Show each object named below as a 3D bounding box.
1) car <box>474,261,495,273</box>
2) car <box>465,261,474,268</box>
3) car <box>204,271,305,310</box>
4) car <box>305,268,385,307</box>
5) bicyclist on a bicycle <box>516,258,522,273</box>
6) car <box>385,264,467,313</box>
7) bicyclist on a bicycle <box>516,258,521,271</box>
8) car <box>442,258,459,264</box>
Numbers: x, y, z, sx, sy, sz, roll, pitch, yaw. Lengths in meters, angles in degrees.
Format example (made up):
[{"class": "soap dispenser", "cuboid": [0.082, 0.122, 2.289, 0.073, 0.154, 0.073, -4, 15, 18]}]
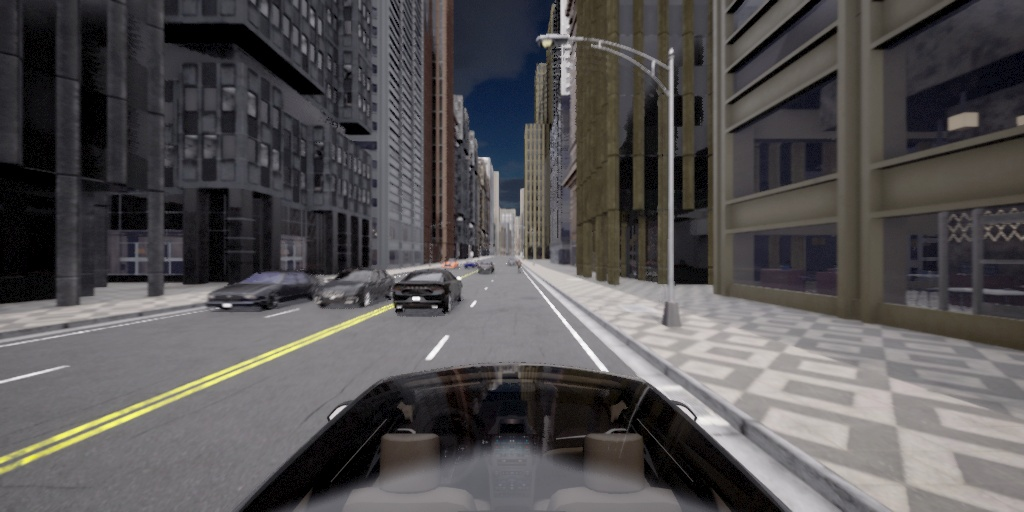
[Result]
[{"class": "car", "cuboid": [-3.155, 1.317, 44.894, 2.128, 1.511, 4.902, 0, 0, 0]}, {"class": "car", "cuboid": [-6.556, 1.415, 56.934, 1.895, 1.301, 4.718, 0, 0, 1]}, {"class": "car", "cuboid": [-9.850, 1.327, 15.053, 2.033, 1.411, 5.357, 0, 0, 0]}, {"class": "car", "cuboid": [-6.601, 1.286, 15.630, 1.837, 1.490, 4.892, 0, 0, 0]}, {"class": "bicyclist on a bicycle", "cuboid": [0.888, 1.278, 42.139, 0.582, 1.620, 1.656, 0, 0, 0]}, {"class": "car", "cuboid": [-3.151, 1.256, 14.265, 1.882, 1.535, 5.008, 0, 0, 0]}, {"class": "bicyclist on a bicycle", "cuboid": [0.887, 1.193, 51.262, 0.659, 1.776, 1.843, 0, 0, 0]}, {"class": "car", "cuboid": [-9.805, 1.166, 57.034, 2.097, 1.767, 4.553, 0, 0, 0]}]
